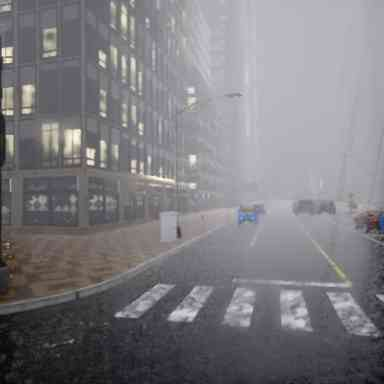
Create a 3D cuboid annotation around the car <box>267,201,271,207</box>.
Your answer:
[{"bbox_3d":[10.457,2.503,50.250,2.008,1.369,4.403,-1,-1,14],"label":"car"}]

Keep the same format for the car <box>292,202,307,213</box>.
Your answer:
[{"bbox_3d":[16.940,2.368,52.643,1.882,1.535,5.008,-1,-1,14],"label":"car"}]

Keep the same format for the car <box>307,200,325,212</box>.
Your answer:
[{"bbox_3d":[19.948,2.172,53.540,2.192,1.841,5.009,-1,-1,14],"label":"car"}]

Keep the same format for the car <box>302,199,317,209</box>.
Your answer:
[{"bbox_3d":[22.703,2.362,64.269,2.192,1.841,5.009,-1,-1,14],"label":"car"}]

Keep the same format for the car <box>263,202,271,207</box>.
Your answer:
[{"bbox_3d":[18.724,3.105,82.437,1.802,1.307,4.206,-1,-1,14],"label":"car"}]

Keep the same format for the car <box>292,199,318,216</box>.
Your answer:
[{"bbox_3d":[14.377,1.932,42.564,2.150,2.045,5.566,-1,-1,15],"label":"car"}]

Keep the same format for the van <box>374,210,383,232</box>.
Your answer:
[{"bbox_3d":[10.415,1.525,15.964,1.690,1.788,3.998,-1,-1,14],"label":"van"}]

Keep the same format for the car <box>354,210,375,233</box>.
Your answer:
[{"bbox_3d":[11.707,1.826,21.345,1.887,1.381,4.507,-1,-1,14],"label":"car"}]

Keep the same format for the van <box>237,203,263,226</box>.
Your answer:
[{"bbox_3d":[4.943,1.910,28.798,1.690,1.788,3.998,-1,-1,14],"label":"van"}]

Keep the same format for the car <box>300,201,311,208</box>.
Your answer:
[{"bbox_3d":[25.462,2.788,74.992,2.008,1.369,4.403,-1,-1,14],"label":"car"}]

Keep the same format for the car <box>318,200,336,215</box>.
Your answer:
[{"bbox_3d":[17.192,1.981,42.810,2.192,1.841,5.009,-1,-1,14],"label":"car"}]

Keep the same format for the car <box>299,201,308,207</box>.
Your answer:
[{"bbox_3d":[26.882,2.861,80.522,1.752,1.417,4.829,-1,-1,14],"label":"car"}]

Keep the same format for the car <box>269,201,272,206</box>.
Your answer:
[{"bbox_3d":[13.214,2.725,60.979,1.802,1.307,4.206,-1,-1,14],"label":"car"}]

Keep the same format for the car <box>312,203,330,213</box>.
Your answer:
[{"bbox_3d":[18.573,2.306,48.170,1.887,1.381,4.507,-1,-1,14],"label":"car"}]

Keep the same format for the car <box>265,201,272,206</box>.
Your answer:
[{"bbox_3d":[21.480,3.295,93.165,1.802,1.307,4.206,-1,-1,14],"label":"car"}]

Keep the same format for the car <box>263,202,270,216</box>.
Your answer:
[{"bbox_3d":[9.080,2.422,44.886,1.947,1.339,4.313,-1,-1,14],"label":"car"}]
